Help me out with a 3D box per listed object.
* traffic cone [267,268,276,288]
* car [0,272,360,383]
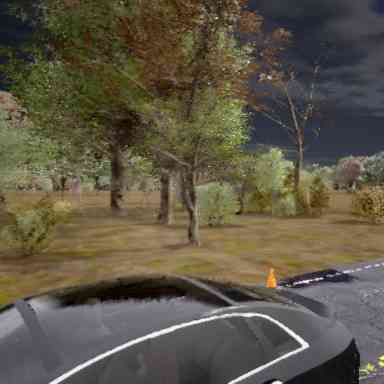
[{"bbox_3d":[1.692,1.920,7.077,0.340,0.580,0.340,0,0,-34],"label":"traffic cone"},{"bbox_3d":[-0.755,1.497,2.305,4.892,1.490,1.837,0,0,-35],"label":"car"}]
